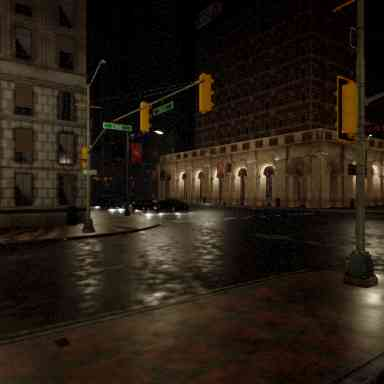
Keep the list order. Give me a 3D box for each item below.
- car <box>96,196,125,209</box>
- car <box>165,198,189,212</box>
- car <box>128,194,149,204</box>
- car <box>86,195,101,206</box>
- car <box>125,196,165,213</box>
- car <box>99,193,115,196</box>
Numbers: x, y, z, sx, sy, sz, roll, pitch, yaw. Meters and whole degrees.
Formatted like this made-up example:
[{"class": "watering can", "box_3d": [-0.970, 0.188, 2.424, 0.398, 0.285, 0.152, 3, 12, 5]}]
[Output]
[{"class": "car", "box_3d": [-11.124, 1.564, 45.597, 1.994, 1.385, 4.181, 0, 0, -35]}, {"class": "car", "box_3d": [-2.273, 1.478, 39.231, 1.882, 1.535, 5.008, 0, 0, -36]}, {"class": "car", "box_3d": [-9.982, 1.352, 62.357, 2.097, 1.767, 4.553, 0, 0, -35]}, {"class": "car", "box_3d": [-16.990, 1.478, 53.987, 1.882, 1.535, 5.008, 0, 0, -35]}, {"class": "car", "box_3d": [-5.318, 1.505, 37.467, 1.837, 1.490, 4.892, 0, 0, -36]}, {"class": "car", "box_3d": [-14.117, 1.221, 56.016, 2.150, 2.045, 5.566, 0, 0, -35]}]
